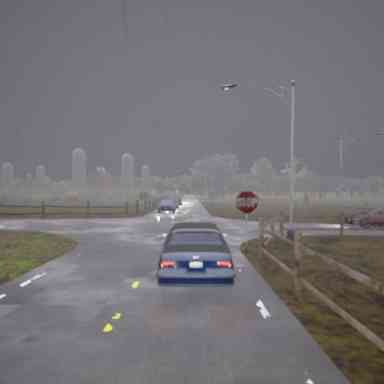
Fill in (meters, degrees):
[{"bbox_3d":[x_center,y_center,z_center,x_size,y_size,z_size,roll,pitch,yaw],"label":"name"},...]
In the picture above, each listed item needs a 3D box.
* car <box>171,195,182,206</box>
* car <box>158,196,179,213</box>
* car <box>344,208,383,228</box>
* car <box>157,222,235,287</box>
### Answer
[{"bbox_3d":[-2.905,1.605,48.986,2.128,1.511,4.902,0,0,0],"label":"car"},{"bbox_3d":[-2.855,1.574,38.551,1.882,1.535,5.008,0,0,-1],"label":"car"},{"bbox_3d":[13.470,1.905,24.324,4.181,1.385,1.994,1,1,0],"label":"car"},{"bbox_3d":[0.088,1.575,9.484,2.033,1.411,5.357,0,0,0],"label":"car"}]
